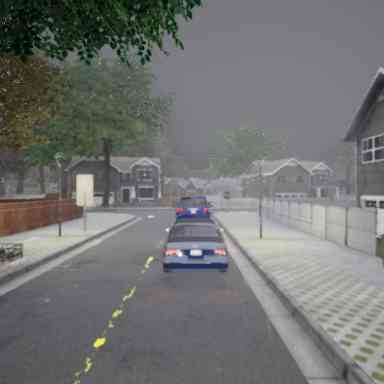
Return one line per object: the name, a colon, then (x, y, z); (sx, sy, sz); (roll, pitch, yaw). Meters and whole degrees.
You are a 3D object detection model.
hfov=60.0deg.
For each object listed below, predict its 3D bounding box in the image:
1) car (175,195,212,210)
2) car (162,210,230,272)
car: (0.086, 1.209, 21.469); (2.150, 2.045, 5.566); (0, 0, 0)
car: (0.094, 1.540, 10.664); (2.033, 1.411, 5.357); (0, 0, 0)
